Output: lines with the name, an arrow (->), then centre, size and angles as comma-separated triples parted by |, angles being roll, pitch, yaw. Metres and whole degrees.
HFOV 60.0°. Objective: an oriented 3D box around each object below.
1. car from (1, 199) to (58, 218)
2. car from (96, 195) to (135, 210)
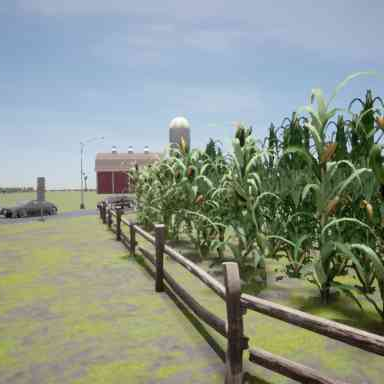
car -> -13.221, 1.308, 27.203 | 1.994, 1.385, 4.181 | -1, 1, 32
car -> -8.140, 1.078, 35.829 | 1.837, 1.490, 4.892 | -1, 1, 29
